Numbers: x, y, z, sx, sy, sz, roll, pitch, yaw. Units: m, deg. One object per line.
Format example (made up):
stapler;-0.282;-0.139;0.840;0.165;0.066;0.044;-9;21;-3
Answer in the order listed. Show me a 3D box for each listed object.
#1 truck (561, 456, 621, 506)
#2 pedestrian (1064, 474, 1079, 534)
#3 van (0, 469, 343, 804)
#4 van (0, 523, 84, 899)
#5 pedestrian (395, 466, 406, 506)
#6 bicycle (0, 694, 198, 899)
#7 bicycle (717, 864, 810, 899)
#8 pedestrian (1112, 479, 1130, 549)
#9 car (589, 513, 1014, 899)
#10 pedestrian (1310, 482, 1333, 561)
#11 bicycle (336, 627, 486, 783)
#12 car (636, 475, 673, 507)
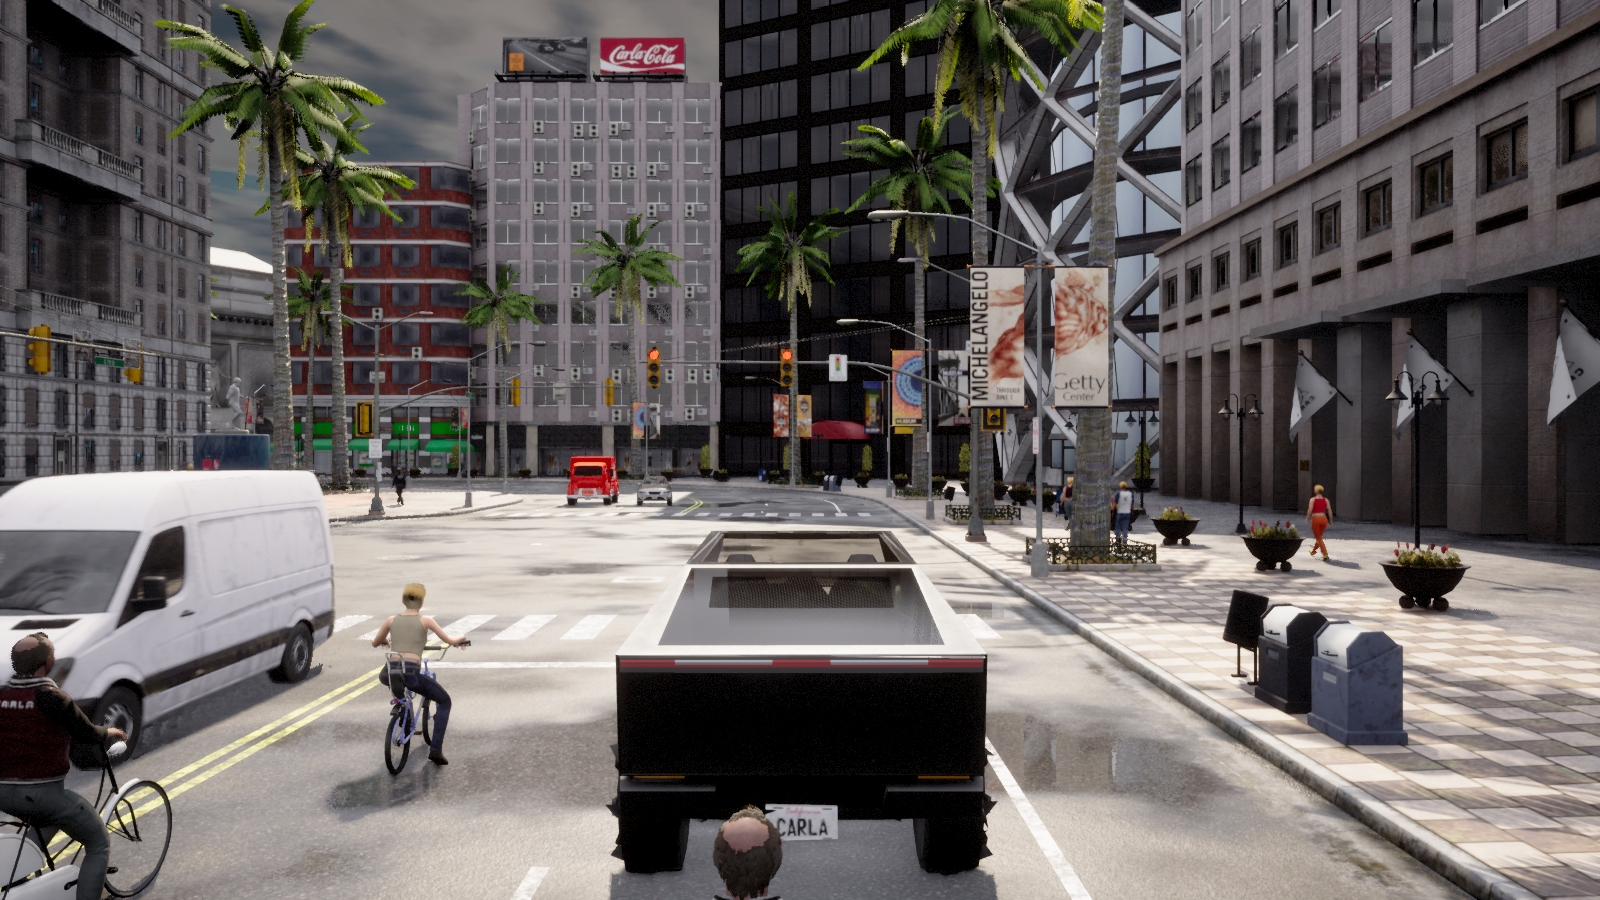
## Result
truck;-10.821;1.568;59.475;2.627;2.467;5.204;0;0;-5
pedestrian;8.515;1.698;35.870;0.375;1.860;0.375;0;0;1
van;-6.991;1.534;12.039;1.988;2.561;5.915;0;0;0
van;-3.501;1.534;1.043;1.988;2.561;5.915;0;0;0
pedestrian;-18.987;1.696;54.276;0.375;1.860;0.375;0;0;-37
bicycle;-4.243;2.210;6.662;0.329;1.171;1.835;0;0;6
bicycle;-0.147;2.210;3.549;0.329;1.171;1.835;0;0;1
pedestrian;8.520;1.694;30.337;0.375;1.860;0.375;0;0;-3
car;0.011;1.753;9.550;2.390;2.098;6.274;0;0;0
pedestrian;12.442;1.704;27.266;0.375;1.860;0.375;0;0;4
bicycle;-3.473;2.256;10.347;0.859;1.080;1.487;0;0;0
car;-7.460;2.066;58.811;1.816;1.474;4.193;0;0;-7
